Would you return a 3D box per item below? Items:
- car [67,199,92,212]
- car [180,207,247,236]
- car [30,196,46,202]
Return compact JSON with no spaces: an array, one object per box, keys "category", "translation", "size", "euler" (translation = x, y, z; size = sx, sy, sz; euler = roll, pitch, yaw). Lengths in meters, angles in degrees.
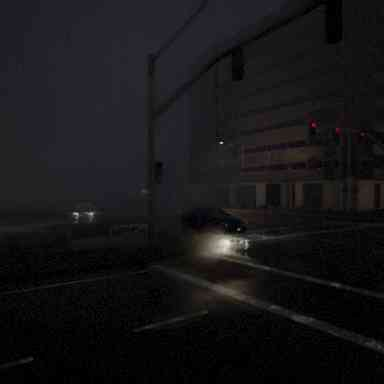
[{"category":"car","translation":[-13.264,1.566,39.147],"size":[1.812,1.442,4.674],"euler":[0,0,-35]},{"category":"car","translation":[1.070,1.606,18.990],"size":[1.812,1.442,4.674],"euler":[0,1,-35]},{"category":"car","translation":[-27.400,1.329,59.031],"size":[1.882,1.535,5.008],"euler":[0,0,-35]}]
